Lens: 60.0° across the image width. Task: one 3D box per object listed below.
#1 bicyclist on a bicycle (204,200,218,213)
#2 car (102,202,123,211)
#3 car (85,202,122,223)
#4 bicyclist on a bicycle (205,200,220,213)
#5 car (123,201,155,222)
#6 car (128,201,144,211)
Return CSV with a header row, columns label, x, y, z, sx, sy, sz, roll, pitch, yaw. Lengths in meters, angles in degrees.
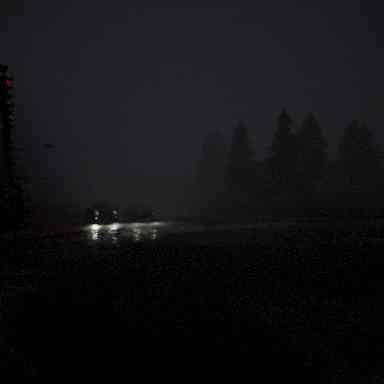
label,x,y,z,sx,sy,sz,roll,pitch,yaw
bicyclist on a bicycle,2.387,1.775,41.200,1.656,1.620,0.582,-1,-1,-24
car,-13.007,2.318,54.372,2.033,1.411,5.357,0,-1,-28
car,-8.249,1.790,30.100,2.097,1.767,4.553,0,-1,-28
bicyclist on a bicycle,2.617,1.762,40.291,1.656,1.620,0.582,-1,-1,0
car,-5.053,1.904,31.539,1.882,1.535,5.008,0,-1,-28
car,-9.339,2.278,55.694,1.812,1.442,4.674,-1,-1,2
